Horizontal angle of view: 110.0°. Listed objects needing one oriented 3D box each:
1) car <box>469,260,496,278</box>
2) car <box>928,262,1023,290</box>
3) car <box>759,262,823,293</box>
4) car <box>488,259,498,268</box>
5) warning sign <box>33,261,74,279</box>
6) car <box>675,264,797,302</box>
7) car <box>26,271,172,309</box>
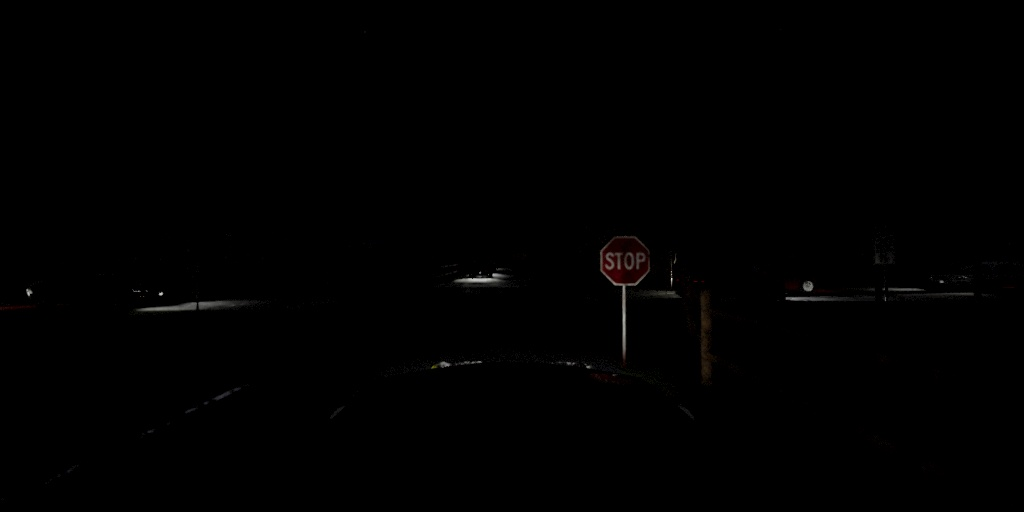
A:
[{"bbox_3d":[-2.836,1.302,33.574,1.994,1.385,4.181,0,0,-1],"label":"car"},{"bbox_3d":[24.571,1.031,18.585,4.674,1.442,1.812,0,-1,0],"label":"car"},{"bbox_3d":[13.051,1.099,18.480,5.008,1.535,1.882,-1,-1,-1],"label":"car"},{"bbox_3d":[-2.889,1.340,43.575,1.895,1.301,4.718,0,0,0],"label":"car"},{"bbox_3d":[-25.772,1.210,20.454,1.060,1.860,1.300,0,0,-1],"label":"warning sign"},{"bbox_3d":[9.268,1.158,15.328,4.181,1.385,1.994,0,-1,-6],"label":"car"},{"bbox_3d":[-17.372,1.393,15.243,4.892,1.490,1.837,-1,-1,-1],"label":"car"}]
